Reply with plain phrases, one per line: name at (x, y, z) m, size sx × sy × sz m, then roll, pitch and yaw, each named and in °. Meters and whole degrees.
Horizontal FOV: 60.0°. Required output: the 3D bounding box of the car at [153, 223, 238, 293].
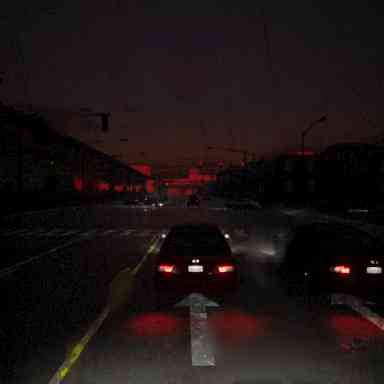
car at (0.090, 1.547, 9.000) m, size 2.033 × 1.411 × 5.357 m, roll 0°, pitch 0°, yaw 0°

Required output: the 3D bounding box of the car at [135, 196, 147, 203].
car at (-10.345, 1.506, 67.812) m, size 1.837 × 1.490 × 4.892 m, roll 0°, pitch 0°, yaw 0°

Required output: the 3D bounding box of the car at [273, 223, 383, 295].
car at (3.581, 1.547, 8.892) m, size 2.033 × 1.411 × 5.357 m, roll 0°, pitch 0°, yaw 2°

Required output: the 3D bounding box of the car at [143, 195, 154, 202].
car at (-10.313, 1.477, 78.512) m, size 1.882 × 1.535 × 5.008 m, roll 0°, pitch 0°, yaw 0°

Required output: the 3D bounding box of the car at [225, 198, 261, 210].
car at (6.517, 1.525, 42.537) m, size 4.674 × 1.442 × 1.812 m, roll 0°, pitch 1°, yaw 35°

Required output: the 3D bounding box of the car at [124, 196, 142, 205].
car at (-10.434, 1.477, 57.264) m, size 1.882 × 1.535 × 5.008 m, roll 0°, pitch 0°, yaw 0°

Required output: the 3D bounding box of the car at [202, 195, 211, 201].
car at (3.701, 1.518, 84.657) m, size 2.128 × 1.511 × 4.902 m, roll 0°, pitch 0°, yaw 0°

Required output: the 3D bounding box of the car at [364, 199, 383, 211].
car at (23.035, 1.564, 39.909) m, size 4.181 × 1.385 × 1.994 m, roll 0°, pitch 0°, yaw 0°

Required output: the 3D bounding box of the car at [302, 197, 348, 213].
car at (14.459, 1.352, 36.365) m, size 4.553 × 1.767 × 2.097 m, roll 0°, pitch 0°, yaw -1°

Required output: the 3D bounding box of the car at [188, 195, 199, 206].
car at (0.232, 1.547, 54.942) m, size 2.033 × 1.411 × 5.357 m, roll 0°, pitch 0°, yaw 0°

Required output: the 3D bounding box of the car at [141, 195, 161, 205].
car at (-6.935, 1.601, 57.052) m, size 1.895 × 1.301 × 4.718 m, roll 0°, pitch 0°, yaw 0°

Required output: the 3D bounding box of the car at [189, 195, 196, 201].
car at (0.211, 1.500, 88.858) m, size 1.837 × 1.490 × 4.892 m, roll 0°, pitch 0°, yaw 0°

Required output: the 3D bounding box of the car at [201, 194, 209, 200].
car at (3.726, 1.475, 94.819) m, size 2.128 × 1.511 × 4.902 m, roll 0°, pitch 0°, yaw 0°

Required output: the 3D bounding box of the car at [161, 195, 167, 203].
car at (-6.843, 1.601, 68.255) m, size 1.895 × 1.301 × 4.718 m, roll 0°, pitch 0°, yaw 0°
